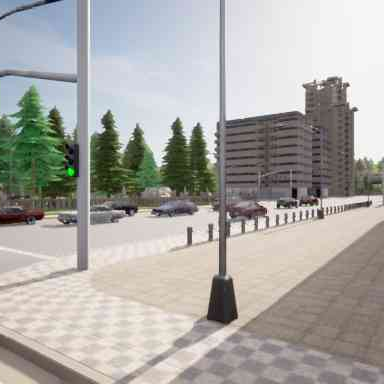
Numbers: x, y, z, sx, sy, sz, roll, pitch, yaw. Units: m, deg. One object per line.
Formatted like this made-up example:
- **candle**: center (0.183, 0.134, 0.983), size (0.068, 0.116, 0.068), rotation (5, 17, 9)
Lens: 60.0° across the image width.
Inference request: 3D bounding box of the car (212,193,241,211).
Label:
- **car**: center (4.298, 1.352, 39.705), size (2.097, 1.767, 4.553), rotation (0, 0, 36)

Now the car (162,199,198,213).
- **car**: center (-1.304, 1.564, 37.898), size (1.994, 1.385, 4.181), rotation (0, 0, 35)

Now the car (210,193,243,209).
- **car**: center (4.946, 1.221, 46.600), size (2.150, 2.045, 5.566), rotation (0, 0, 36)

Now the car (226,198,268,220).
- **car**: center (4.870, 1.526, 28.146), size (1.812, 1.442, 4.674), rotation (0, 0, 35)

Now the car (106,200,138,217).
- **car**: center (-7.050, 1.478, 29.828), size (1.882, 1.535, 5.008), rotation (0, 0, 36)

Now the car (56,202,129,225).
- **car**: center (-7.110, 1.601, 23.710), size (1.895, 1.301, 4.718), rotation (0, 0, 35)

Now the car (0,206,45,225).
- **car**: center (-12.534, 1.601, 22.207), size (1.895, 1.301, 4.718), rotation (0, 0, 37)

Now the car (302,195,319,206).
- **car**: center (19.069, 1.352, 54.102), size (2.097, 1.767, 4.553), rotation (0, 0, 35)

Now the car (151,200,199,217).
- **car**: center (-1.508, 1.547, 31.569), size (2.033, 1.411, 5.357), rotation (0, 0, 36)

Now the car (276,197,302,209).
- **car**: center (13.186, 1.505, 45.837), size (1.837, 1.490, 4.892), rotation (0, 0, 35)
